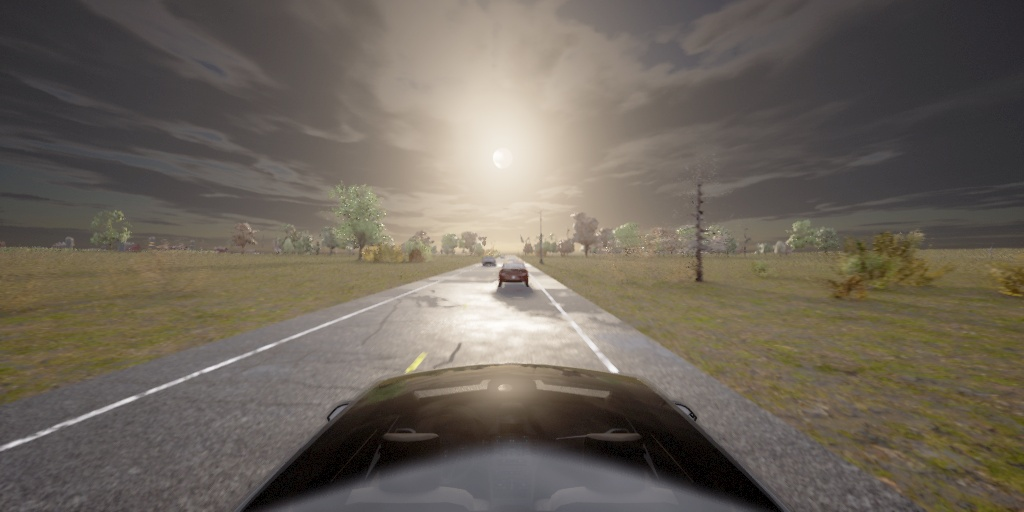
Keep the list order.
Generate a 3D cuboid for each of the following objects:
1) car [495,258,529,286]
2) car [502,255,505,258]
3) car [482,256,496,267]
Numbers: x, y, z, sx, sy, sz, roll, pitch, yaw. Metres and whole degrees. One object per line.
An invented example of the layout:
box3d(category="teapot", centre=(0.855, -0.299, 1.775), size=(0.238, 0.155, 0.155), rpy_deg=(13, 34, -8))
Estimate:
box3d(category="car", centre=(0.096, 1.077, 23.392), size=(1.882, 1.535, 5.008), rpy_deg=(0, 0, 0))
box3d(category="car", centre=(0.091, 0.951, 41.115), size=(1.882, 1.535, 5.008), rpy_deg=(0, 0, 0))
box3d(category="car", centre=(-3.545, 0.717, 56.364), size=(2.097, 1.767, 4.553), rpy_deg=(0, 0, 0))
